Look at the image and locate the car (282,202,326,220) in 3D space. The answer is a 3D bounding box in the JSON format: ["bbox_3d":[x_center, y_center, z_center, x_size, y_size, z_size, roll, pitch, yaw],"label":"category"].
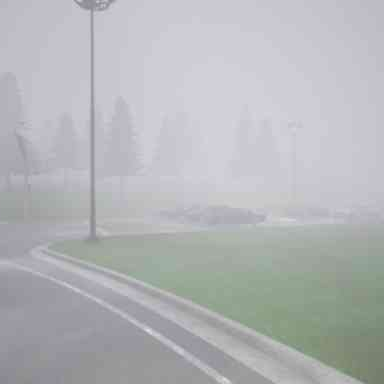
[{"bbox_3d":[11.243,1.874,32.003,4.181,1.385,1.994,0,-1,-24],"label":"car"}]

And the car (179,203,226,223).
[{"bbox_3d":[1.733,1.837,27.804,4.892,1.490,1.837,0,-1,-24],"label":"car"}]

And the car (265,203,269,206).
[{"bbox_3d":[9.652,1.915,38.950,4.892,1.490,1.837,0,-1,-24],"label":"car"}]

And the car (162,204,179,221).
[{"bbox_3d":[0.149,1.860,30.929,5.008,1.535,1.882,0,-1,-24],"label":"car"}]

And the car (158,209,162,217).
[{"bbox_3d":[-1.045,1.910,34.223,5.008,1.535,1.882,0,-1,-24],"label":"car"}]

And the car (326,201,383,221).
[{"bbox_3d":[14.665,1.780,29.694,4.674,1.442,1.812,0,-1,-24],"label":"car"}]

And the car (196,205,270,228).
[{"bbox_3d":[3.039,1.883,24.555,4.718,1.301,1.895,0,-1,-24],"label":"car"}]

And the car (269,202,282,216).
[{"bbox_3d":[11.078,1.863,35.757,4.892,1.490,1.837,0,-1,-24],"label":"car"}]
